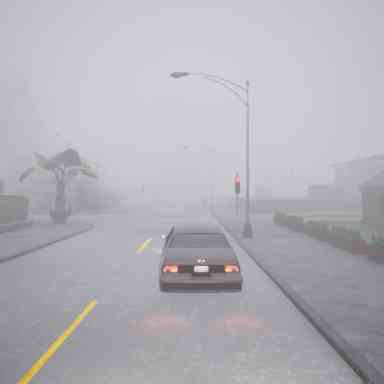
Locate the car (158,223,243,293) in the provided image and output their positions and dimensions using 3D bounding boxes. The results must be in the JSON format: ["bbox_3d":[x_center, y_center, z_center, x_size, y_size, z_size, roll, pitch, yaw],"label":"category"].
[{"bbox_3d":[0.114,1.547,8.989,2.033,1.411,5.357,0,0,-2],"label":"car"}]

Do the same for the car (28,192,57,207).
[{"bbox_3d":[-19.758,0.985,43.904,1.905,1.878,3.866,0,0,35],"label":"car"}]
